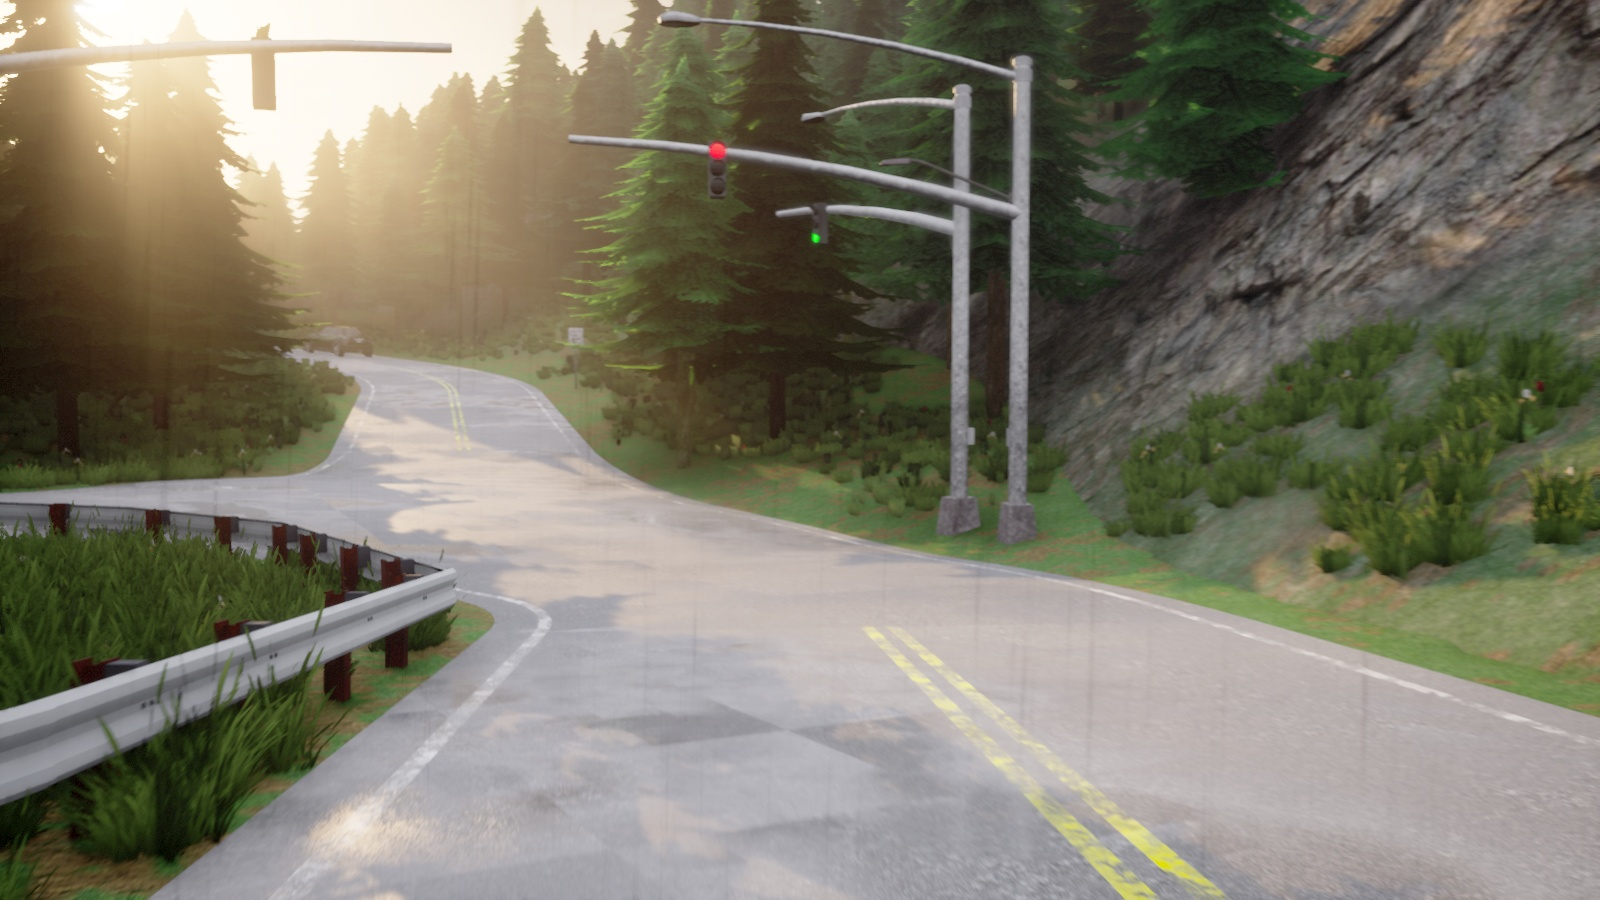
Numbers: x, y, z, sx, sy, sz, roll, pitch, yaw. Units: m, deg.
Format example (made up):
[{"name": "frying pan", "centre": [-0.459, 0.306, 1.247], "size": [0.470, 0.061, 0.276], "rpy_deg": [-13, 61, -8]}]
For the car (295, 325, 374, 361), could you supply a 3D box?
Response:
[{"name": "car", "centre": [-26.623, -6.116, 71.700], "size": [4.553, 1.767, 2.097], "rpy_deg": [8, 8, 37]}]
